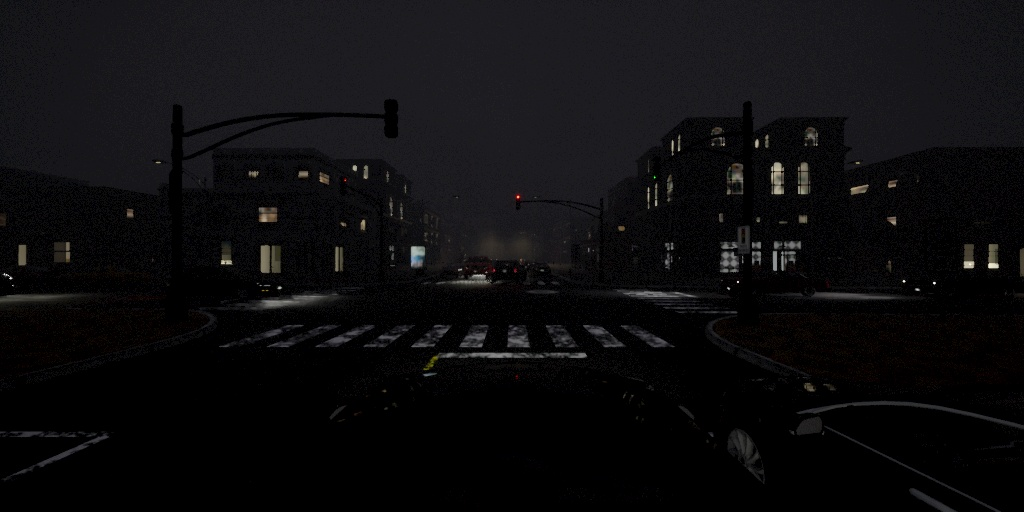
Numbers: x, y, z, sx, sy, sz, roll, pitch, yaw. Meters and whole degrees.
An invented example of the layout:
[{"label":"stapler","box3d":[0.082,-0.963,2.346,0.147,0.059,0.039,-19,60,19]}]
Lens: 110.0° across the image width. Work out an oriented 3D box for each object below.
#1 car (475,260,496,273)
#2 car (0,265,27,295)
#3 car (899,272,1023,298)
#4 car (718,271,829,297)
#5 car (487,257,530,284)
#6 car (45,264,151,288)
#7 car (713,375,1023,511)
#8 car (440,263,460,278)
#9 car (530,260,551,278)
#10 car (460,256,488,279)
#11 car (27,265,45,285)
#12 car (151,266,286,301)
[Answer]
[{"label":"car","box3d":[-3.099,1.245,43.447,2.128,1.511,4.902,0,0,1]},{"label":"car","box3d":[-26.244,0.987,16.588,4.553,1.767,2.097,0,0,1]},{"label":"car","box3d":[23.749,1.481,19.022,4.718,1.301,1.895,0,0,1]},{"label":"car","box3d":[13.800,1.432,19.168,4.718,1.301,1.895,0,0,1]},{"label":"car","box3d":[-0.174,1.104,27.635,2.097,1.767,4.553,0,0,10]},{"label":"car","box3d":[-25.456,1.194,22.362,4.829,1.417,1.751,0,0,1]},{"label":"car","box3d":[2.691,1.300,1.580,2.007,1.370,4.403,0,0,0]},{"label":"car","box3d":[-5.693,1.335,33.982,1.802,1.307,4.207,0,0,0]},{"label":"car","box3d":[2.688,1.318,33.970,1.948,1.339,4.313,0,0,0]},{"label":"car","box3d":[-3.115,0.975,33.519,2.150,2.045,5.566,0,0,1]},{"label":"car","box3d":[-30.822,1.227,22.445,4.207,1.307,1.802,0,0,1]},{"label":"car","box3d":[-13.027,1.196,16.383,4.892,1.490,1.837,0,0,1]}]
